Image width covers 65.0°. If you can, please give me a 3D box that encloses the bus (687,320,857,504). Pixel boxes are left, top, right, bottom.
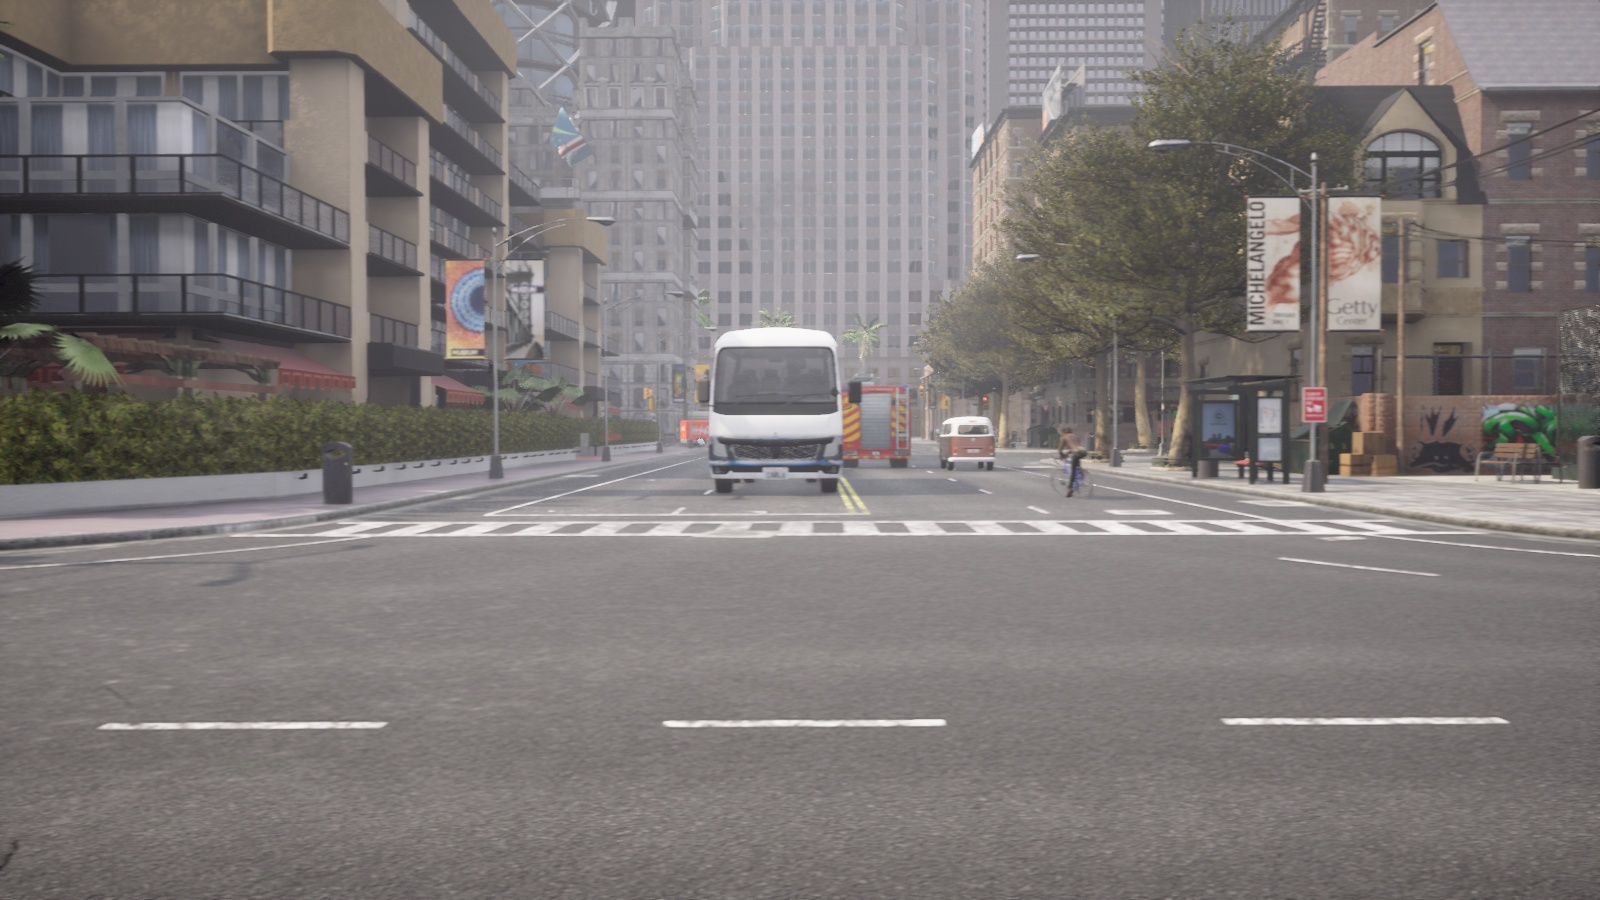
[{"bbox_3d":[-0.651,-1.109,34.397,3.944,4.253,10.273,0,3,0],"label":"bus"}]

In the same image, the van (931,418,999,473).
[{"bbox_3d":[6.367,-0.213,48.823,2.069,2.038,4.480,0,1,0],"label":"van"}]

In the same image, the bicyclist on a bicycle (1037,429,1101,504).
[{"bbox_3d":[6.079,0.345,28.455,0.582,1.620,1.656,-4,2,-18],"label":"bicyclist on a bicycle"}]

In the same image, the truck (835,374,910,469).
[{"bbox_3d":[3.028,-1.214,54.961,2.891,3.827,8.468,0,1,1],"label":"truck"}]
